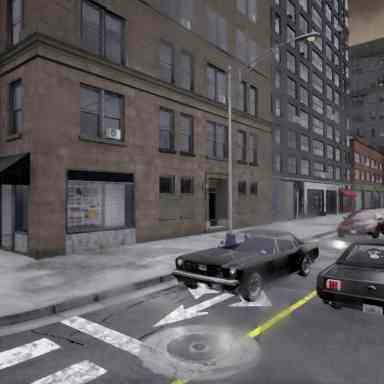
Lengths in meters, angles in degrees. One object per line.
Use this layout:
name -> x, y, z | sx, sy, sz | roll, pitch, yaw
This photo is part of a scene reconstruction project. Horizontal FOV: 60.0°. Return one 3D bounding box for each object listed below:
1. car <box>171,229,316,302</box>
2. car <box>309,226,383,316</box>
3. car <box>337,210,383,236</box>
car -> 1.645, 1.717, 8.812 | 1.895, 1.301, 4.718 | -1, -1, 40
car -> 4.385, 1.677, 7.218 | 1.895, 1.301, 4.718 | -1, -1, 39
car -> 9.595, 1.765, 18.554 | 1.812, 1.442, 4.674 | -1, -1, 39
